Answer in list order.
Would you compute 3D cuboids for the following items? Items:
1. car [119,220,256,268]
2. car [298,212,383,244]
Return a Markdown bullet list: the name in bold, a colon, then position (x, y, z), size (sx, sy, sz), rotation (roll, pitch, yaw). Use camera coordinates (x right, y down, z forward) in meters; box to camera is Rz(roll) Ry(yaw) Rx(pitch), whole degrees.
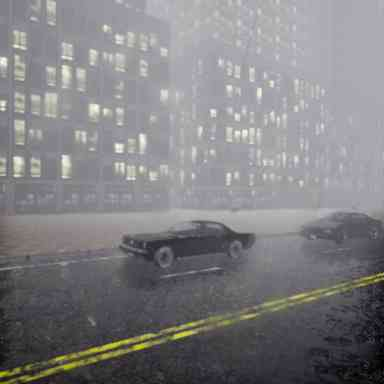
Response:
- **car**: position (-0.057, 1.666, 11.600), size (4.718, 1.301, 1.895), rotation (1, 0, -35)
- **car**: position (7.849, 1.748, 17.174), size (5.357, 1.411, 2.033), rotation (1, 0, -36)
